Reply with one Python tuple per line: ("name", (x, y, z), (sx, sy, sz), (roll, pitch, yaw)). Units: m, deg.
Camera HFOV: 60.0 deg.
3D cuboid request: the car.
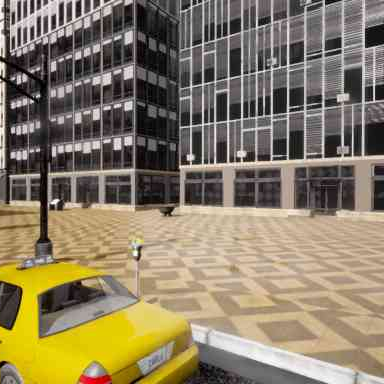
("car", (-2.207, 1.525, 4.466), (4.829, 1.417, 1.752), (0, 0, 36))
